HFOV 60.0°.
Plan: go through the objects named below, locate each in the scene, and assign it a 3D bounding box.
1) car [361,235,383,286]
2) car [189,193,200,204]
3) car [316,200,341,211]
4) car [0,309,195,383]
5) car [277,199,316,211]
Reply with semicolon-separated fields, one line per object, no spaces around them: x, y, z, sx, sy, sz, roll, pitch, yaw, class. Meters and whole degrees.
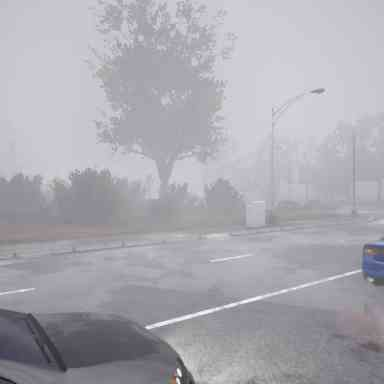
6.159;1.475;8.178;5.008;1.535;1.882;0;0;-36;car
0.158;1.152;58.718;2.150;2.045;5.566;0;0;-34;car
15.844;1.592;41.004;1.895;1.301;4.718;0;0;-33;car
-1.975;1.564;2.329;4.181;1.385;1.994;0;0;-36;car
12.263;1.556;40.106;1.994;1.385;4.181;0;0;-33;car
